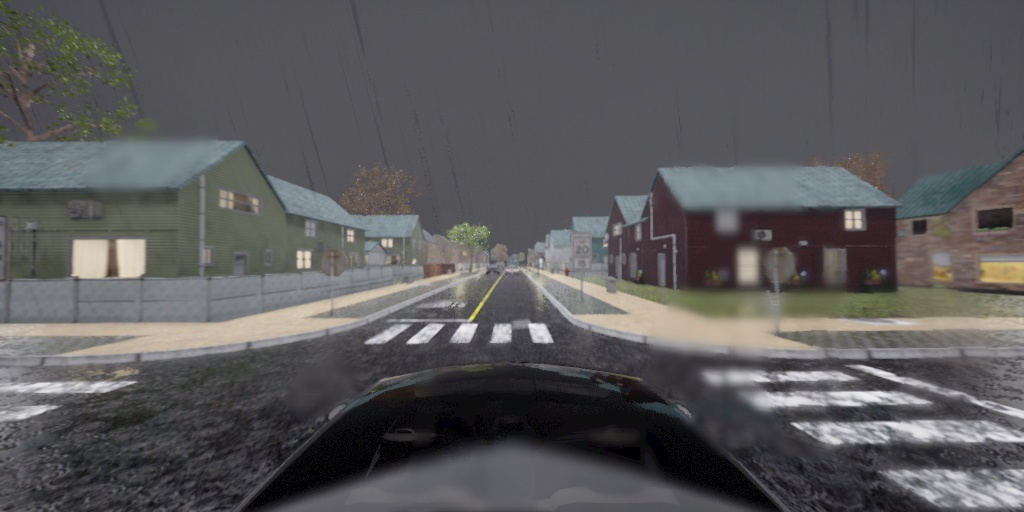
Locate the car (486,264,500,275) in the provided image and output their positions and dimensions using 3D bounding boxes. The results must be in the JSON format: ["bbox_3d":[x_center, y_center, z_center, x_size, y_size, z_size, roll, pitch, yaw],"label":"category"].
[{"bbox_3d":[-2.727,1.926,52.104,2.033,1.411,5.357,0,-1,0],"label":"car"}]

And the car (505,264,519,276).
[{"bbox_3d":[0.020,1.897,47.546,1.895,1.301,4.718,0,-1,0],"label":"car"}]
